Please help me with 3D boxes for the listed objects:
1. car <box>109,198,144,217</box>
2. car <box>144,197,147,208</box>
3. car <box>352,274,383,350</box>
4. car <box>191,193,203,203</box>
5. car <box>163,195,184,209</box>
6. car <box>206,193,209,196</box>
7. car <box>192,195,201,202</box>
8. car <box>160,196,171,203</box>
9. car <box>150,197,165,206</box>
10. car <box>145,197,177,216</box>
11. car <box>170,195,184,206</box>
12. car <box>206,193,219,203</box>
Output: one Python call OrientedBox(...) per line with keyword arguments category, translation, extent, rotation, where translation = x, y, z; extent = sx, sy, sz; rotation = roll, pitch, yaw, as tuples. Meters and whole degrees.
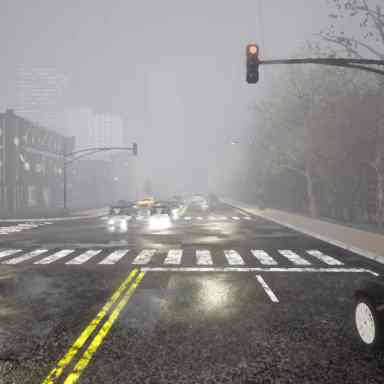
OrientedBox(category="car", translation=(-6.369, 1.483, 31.524), extent=(2.128, 1.511, 4.902), rotation=(0, 0, 4))
OrientedBox(category="car", translation=(-5.930, 1.463, 44.292), extent=(1.882, 1.535, 5.008), rotation=(0, 0, 1))
OrientedBox(category="car", translation=(3.394, 1.477, 3.191), extent=(1.882, 1.535, 5.008), rotation=(0, 0, 1))
OrientedBox(category="car", translation=(1.083, 1.197, 66.110), extent=(2.150, 2.045, 5.566), rotation=(0, 0, 1))
OrientedBox(category="car", translation=(-2.667, 1.477, 45.216), extent=(2.128, 1.511, 4.902), rotation=(0, 0, 1))
OrientedBox(category="car", translation=(4.387, 1.194, 76.609), extent=(2.150, 2.045, 5.566), rotation=(0, 0, 1))
OrientedBox(category="car", translation=(1.137, 1.509, 76.734), extent=(2.033, 1.411, 5.357), rotation=(0, 0, 1))
OrientedBox(category="car", translation=(-5.470, 1.557, 69.423), extent=(1.895, 1.301, 4.718), rotation=(0, 0, 1))
OrientedBox(category="car", translation=(-5.746, 1.544, 55.539), extent=(1.994, 1.385, 4.181), rotation=(0, 0, 2))
OrientedBox(category="car", translation=(-2.881, 1.482, 31.799), extent=(2.128, 1.511, 4.902), rotation=(0, 0, 1))
OrientedBox(category="car", translation=(-2.503, 1.331, 56.031), extent=(2.097, 1.767, 4.553), rotation=(0, 0, 1))
OrientedBox(category="car", translation=(4.332, 1.480, 66.146), extent=(1.837, 1.490, 4.892), rotation=(0, 0, 1))
